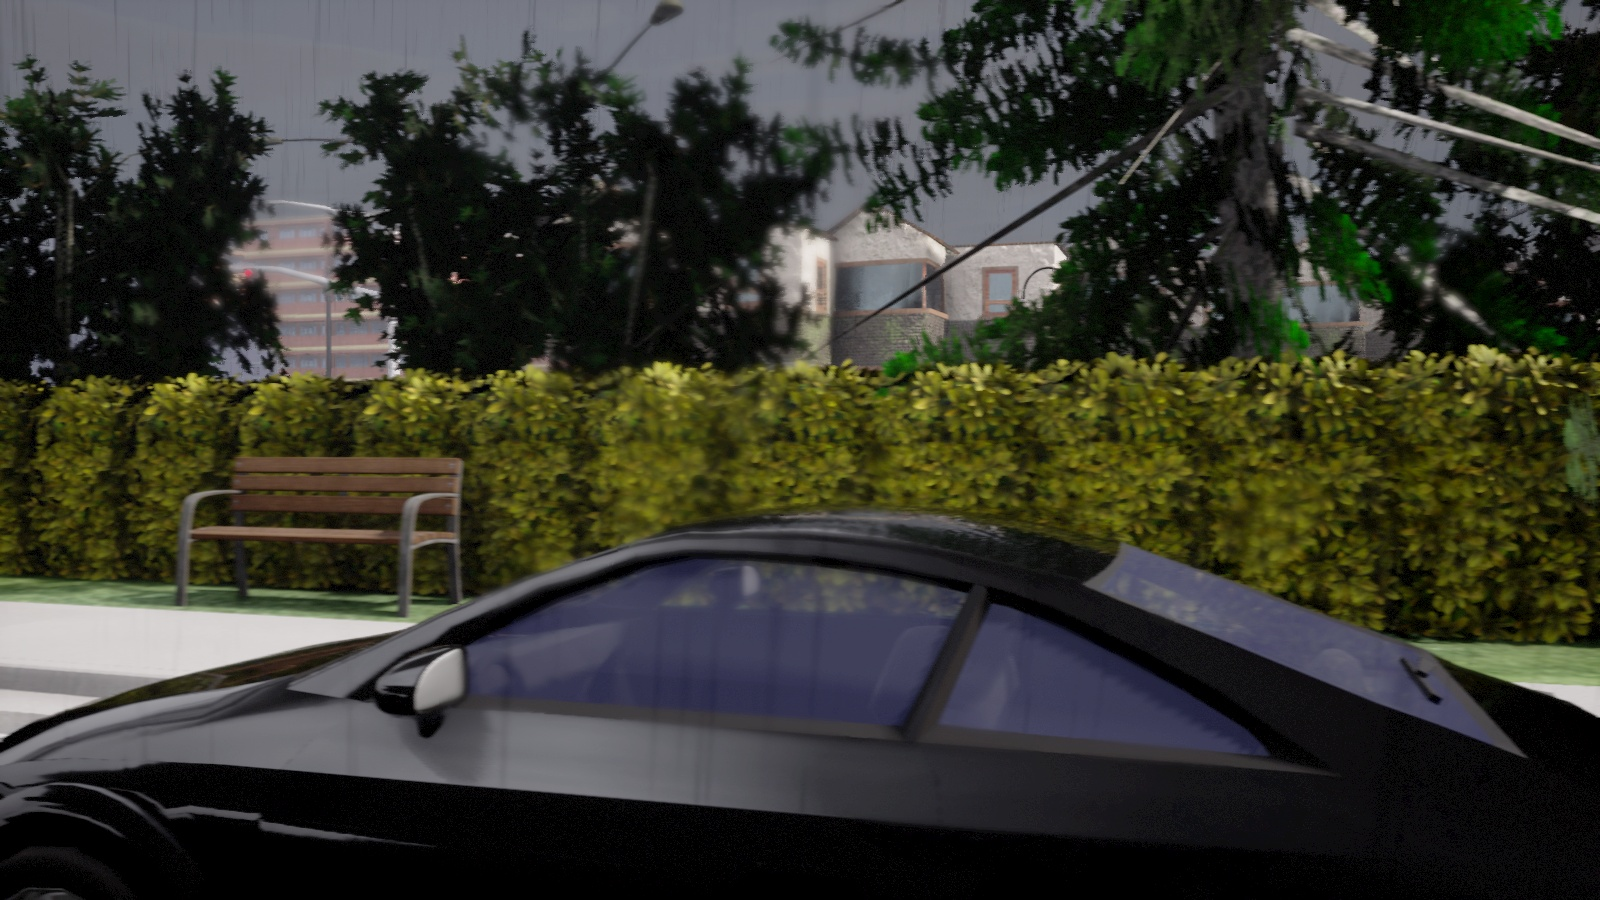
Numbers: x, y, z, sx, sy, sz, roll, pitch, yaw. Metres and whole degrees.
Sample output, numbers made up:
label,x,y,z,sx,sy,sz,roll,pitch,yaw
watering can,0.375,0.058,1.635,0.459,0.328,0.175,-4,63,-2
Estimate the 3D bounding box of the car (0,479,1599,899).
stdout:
label,x,y,z,sx,sy,sz,roll,pitch,yaw
car,-0.255,0.837,3.279,4.181,1.385,1.994,1,1,19
